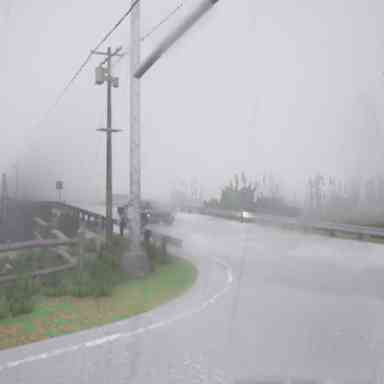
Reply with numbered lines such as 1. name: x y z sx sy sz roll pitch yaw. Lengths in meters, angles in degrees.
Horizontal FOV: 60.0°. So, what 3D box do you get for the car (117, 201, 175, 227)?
1. car: -2.849 1.254 20.041 1.895 1.301 4.718 0 3 -32
